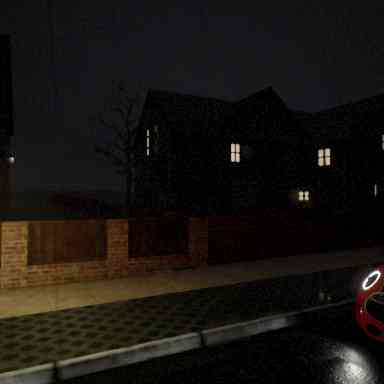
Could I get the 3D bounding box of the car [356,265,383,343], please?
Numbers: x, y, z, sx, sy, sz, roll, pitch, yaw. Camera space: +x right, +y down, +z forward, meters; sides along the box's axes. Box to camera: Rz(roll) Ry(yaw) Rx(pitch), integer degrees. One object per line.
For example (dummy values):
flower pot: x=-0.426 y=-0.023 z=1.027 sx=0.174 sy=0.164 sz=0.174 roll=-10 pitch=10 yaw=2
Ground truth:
car: x=4.771 y=1.336 z=5.204 sx=4.553 sy=1.767 sz=2.097 roll=0 pitch=0 yaw=-26
